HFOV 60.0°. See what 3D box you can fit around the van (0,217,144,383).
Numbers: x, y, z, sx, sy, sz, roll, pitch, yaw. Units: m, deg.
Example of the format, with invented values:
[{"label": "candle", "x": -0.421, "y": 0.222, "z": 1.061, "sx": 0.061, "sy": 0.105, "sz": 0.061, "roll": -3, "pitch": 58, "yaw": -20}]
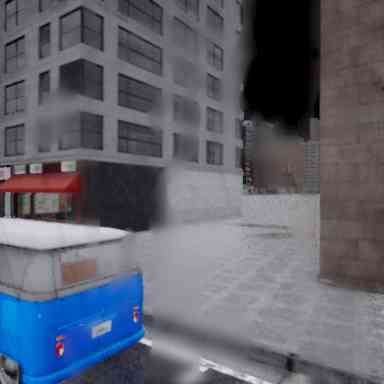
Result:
[{"label": "van", "x": -2.541, "y": 1.327, "z": 4.891, "sx": 3.998, "sy": 1.788, "sz": 1.690, "roll": 0, "pitch": 0, "yaw": 36}]
